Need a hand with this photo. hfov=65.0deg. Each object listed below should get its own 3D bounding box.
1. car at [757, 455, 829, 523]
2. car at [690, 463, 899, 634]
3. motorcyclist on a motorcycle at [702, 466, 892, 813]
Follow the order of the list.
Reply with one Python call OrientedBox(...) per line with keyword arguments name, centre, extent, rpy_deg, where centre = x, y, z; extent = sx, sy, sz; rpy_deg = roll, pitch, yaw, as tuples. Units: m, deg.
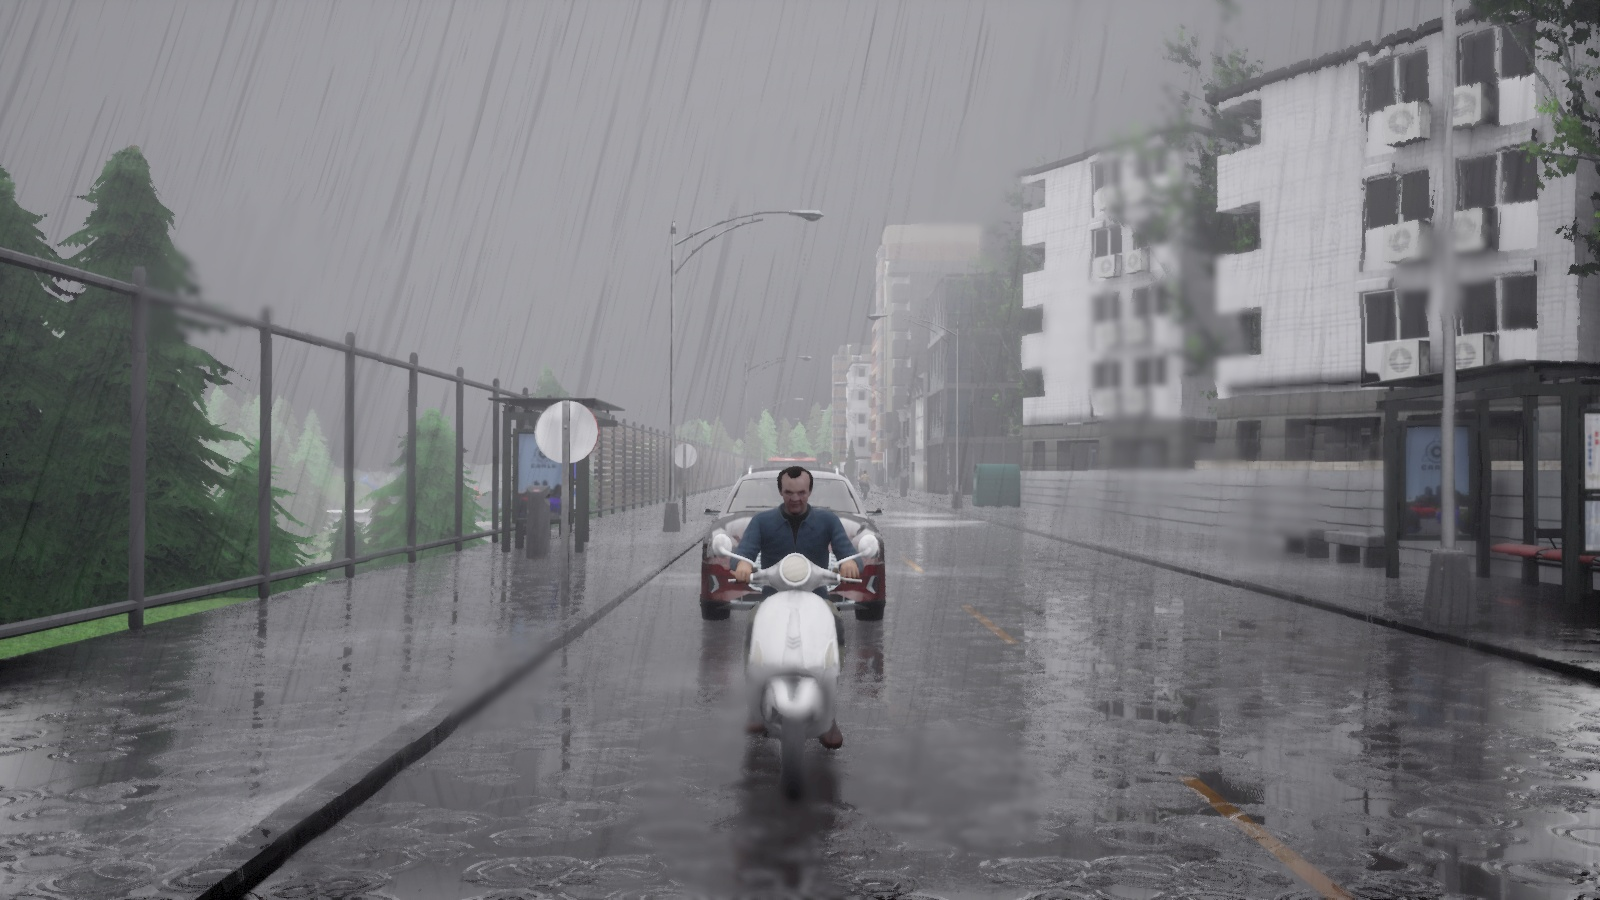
OrientedBox(name="car", centre=(-0.223, 1.208, 40.231), extent=(2.150, 2.045, 5.566), rpy_deg=(0, -1, 0))
OrientedBox(name="car", centre=(-0.070, 0.989, 14.708), extent=(2.033, 1.649, 4.856), rpy_deg=(0, 0, 0))
OrientedBox(name="motorcyclist on a motorcycle", centre=(-0.020, 0.880, 6.689), extent=(0.866, 1.590, 1.817), rpy_deg=(0, -1, 0))
